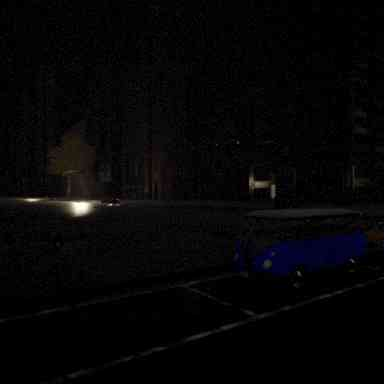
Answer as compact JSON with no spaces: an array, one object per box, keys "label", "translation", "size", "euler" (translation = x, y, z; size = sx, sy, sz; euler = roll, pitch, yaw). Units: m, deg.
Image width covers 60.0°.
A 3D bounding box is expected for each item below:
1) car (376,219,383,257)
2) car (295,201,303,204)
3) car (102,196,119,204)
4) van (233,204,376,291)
[{"label":"car","translation":[7.382,1.512,11.922],"size":[4.829,1.417,1.752],"euler":[0,0,-36]},{"label":"car","translation":[9.272,1.558,30.103],"size":[1.812,1.442,4.674],"euler":[0,0,-36]},{"label":"car","translation":[-15.992,1.479,65.175],"size":[2.097,1.767,4.553],"euler":[0,0,-36]},{"label":"van","translation":[2.899,1.333,8.722],"size":[3.998,1.788,1.690],"euler":[0,0,-36]}]
